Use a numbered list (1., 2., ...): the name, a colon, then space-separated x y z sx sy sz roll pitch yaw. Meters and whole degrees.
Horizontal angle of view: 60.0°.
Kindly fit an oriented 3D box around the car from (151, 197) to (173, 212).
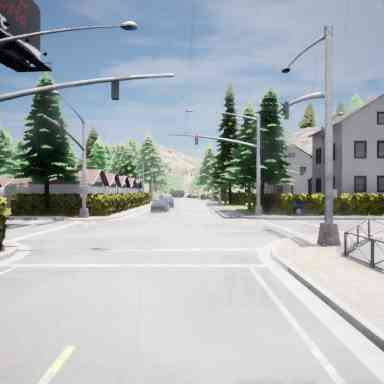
1. car: -3.621 1.547 38.478 2.033 1.411 5.357 0 0 0

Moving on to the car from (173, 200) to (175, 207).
1. car: -3.609 1.477 48.761 1.882 1.535 5.008 0 0 0
